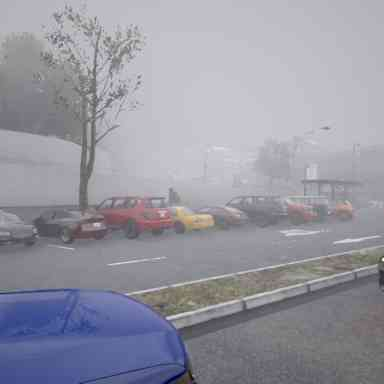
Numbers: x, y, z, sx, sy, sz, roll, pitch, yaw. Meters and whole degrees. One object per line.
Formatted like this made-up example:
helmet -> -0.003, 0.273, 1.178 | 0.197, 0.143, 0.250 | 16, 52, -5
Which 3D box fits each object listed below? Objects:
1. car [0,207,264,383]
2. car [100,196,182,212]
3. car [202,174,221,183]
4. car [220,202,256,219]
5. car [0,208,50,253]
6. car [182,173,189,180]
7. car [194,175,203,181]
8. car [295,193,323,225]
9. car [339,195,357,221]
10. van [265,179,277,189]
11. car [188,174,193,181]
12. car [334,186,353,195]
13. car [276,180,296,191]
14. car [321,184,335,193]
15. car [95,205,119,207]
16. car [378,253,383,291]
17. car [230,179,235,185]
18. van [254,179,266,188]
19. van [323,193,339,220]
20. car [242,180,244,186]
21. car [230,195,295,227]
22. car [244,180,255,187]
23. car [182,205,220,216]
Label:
car -> -2.459, 1.221, 1.383 | 5.566, 2.045, 2.150 | 0, 0, -35
car -> -3.627, 1.248, 17.633 | 5.566, 2.045, 2.435 | -1, -1, 35
car -> 5.559, -3.176, 86.163 | 1.946, 1.575, 5.366 | 7, 3, 34
car -> 1.305, 1.548, 21.079 | 4.674, 1.452, 2.002 | -1, -1, 35
car -> -8.498, 1.493, 14.150 | 4.892, 1.521, 2.231 | -1, -1, 35
car -> 0.197, -4.085, 93.368 | 2.185, 1.767, 4.553 | 4, 1, 34
car -> 3.712, -3.699, 88.425 | 2.435, 2.045, 5.566 | 7, 3, 34
car -> 6.252, 1.267, 24.533 | 5.566, 2.045, 2.435 | -1, -1, 35
car -> 11.206, 1.403, 27.944 | 4.553, 1.767, 2.185 | -1, -1, 35
van -> 17.509, -1.491, 68.646 | 1.878, 1.987, 4.442 | 7, 4, 35
car -> 1.922, -3.851, 90.895 | 2.185, 1.767, 4.553 | 6, 3, 34
car -> 26.148, 0.136, 56.410 | 2.002, 1.452, 4.674 | 7, 3, 35
car -> 19.265, -0.993, 66.280 | 2.231, 1.521, 4.892 | 7, 3, 35
car -> 24.462, -0.427, 58.885 | 2.435, 2.045, 5.566 | 7, 3, 35
car -> -6.075, 1.524, 15.892 | 4.792, 1.488, 2.163 | -1, -1, 35
car -> 6.010, 1.516, 7.392 | 4.892, 1.490, 1.837 | 0, 0, -35
car -> 10.651, -2.318, 78.643 | 2.002, 1.452, 4.674 | 7, 3, 35
van -> 15.785, -1.765, 71.120 | 1.878, 1.987, 4.442 | 7, 4, 35
van -> 8.794, 1.296, 26.198 | 4.442, 1.987, 1.878 | -1, -1, 35
car -> 12.388, -2.044, 76.178 | 2.002, 1.452, 4.674 | 7, 4, 35
car -> 3.736, 1.262, 22.832 | 5.566, 2.045, 2.435 | -1, -1, 35
car -> 14.216, -1.813, 73.854 | 1.946, 1.575, 5.366 | 7, 3, 35
car -> -1.304, 1.503, 19.456 | 5.366, 1.575, 1.946 | -1, -1, 35
